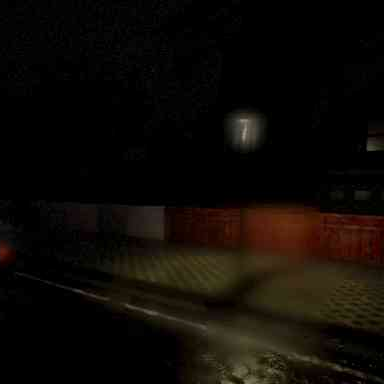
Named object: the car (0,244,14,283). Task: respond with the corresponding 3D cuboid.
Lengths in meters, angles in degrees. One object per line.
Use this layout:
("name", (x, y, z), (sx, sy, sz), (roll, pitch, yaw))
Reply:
("car", (-6.209, 1.482, 8.113), (4.181, 1.385, 1.994), (1, 0, 35))
